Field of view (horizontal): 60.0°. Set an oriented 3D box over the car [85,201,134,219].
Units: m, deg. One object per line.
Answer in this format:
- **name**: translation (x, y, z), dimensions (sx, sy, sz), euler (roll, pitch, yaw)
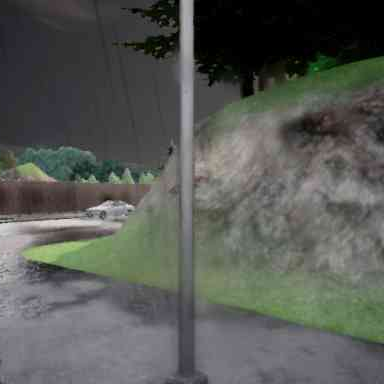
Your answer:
- **car**: translation (-7.067, 1.503, 28.986), dimensions (1.812, 1.442, 4.674), euler (0, 0, 36)
